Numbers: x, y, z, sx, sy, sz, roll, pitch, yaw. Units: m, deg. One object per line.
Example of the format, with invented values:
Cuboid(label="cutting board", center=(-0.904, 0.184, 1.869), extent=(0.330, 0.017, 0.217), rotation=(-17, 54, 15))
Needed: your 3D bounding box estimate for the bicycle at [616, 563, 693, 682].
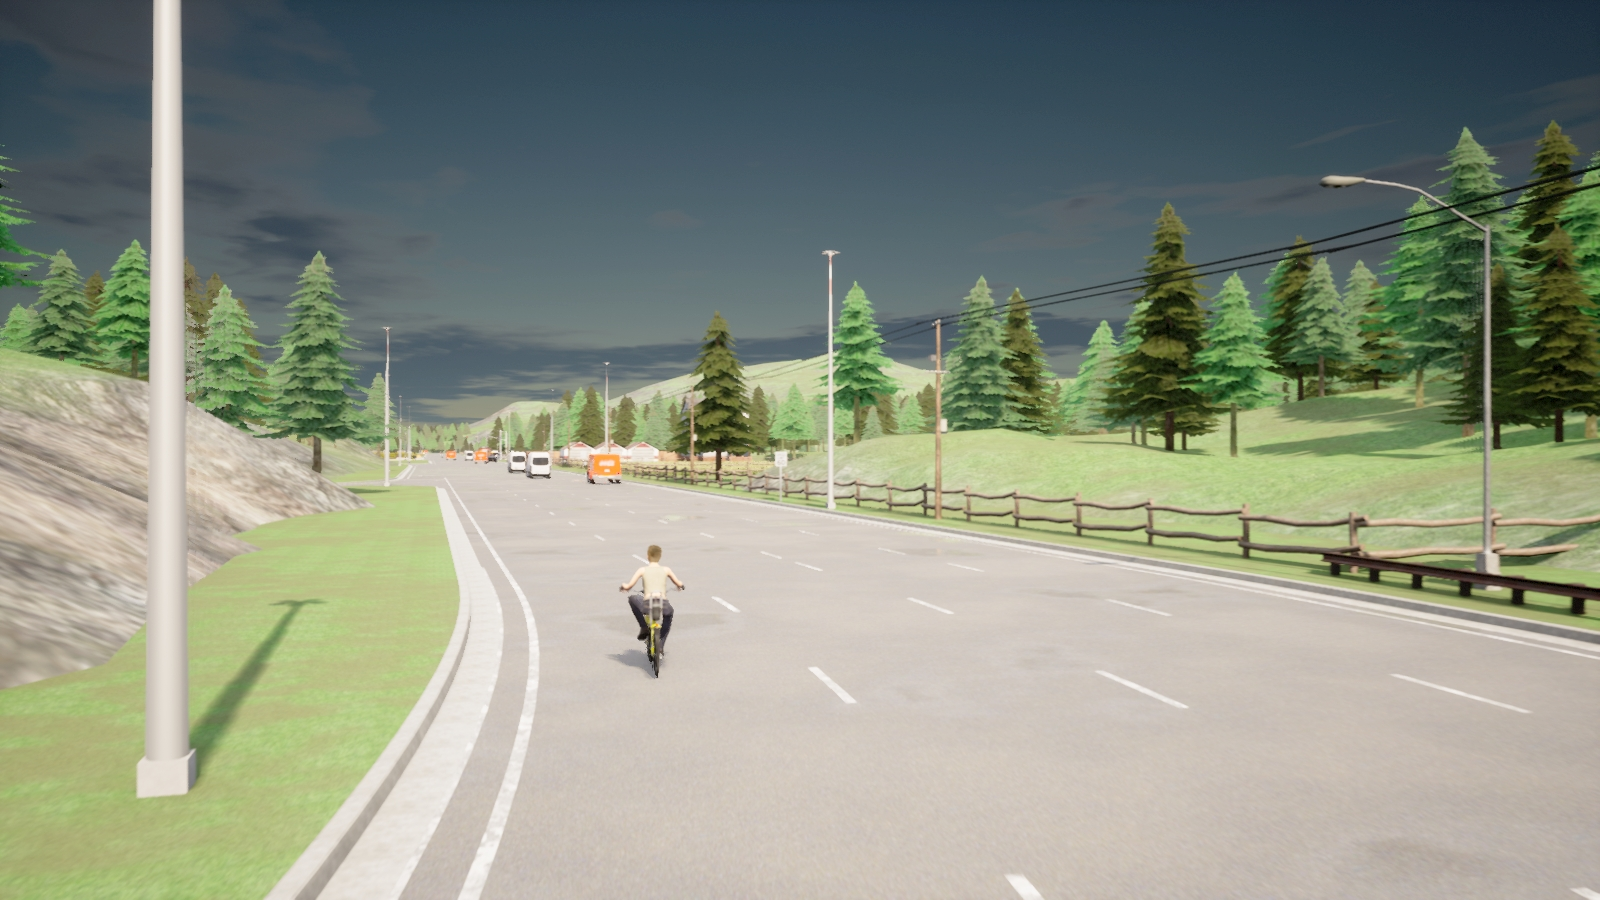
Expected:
Cuboid(label="bicycle", center=(-1.872, 2.158, 14.561), extent=(0.859, 1.276, 1.487), rotation=(0, 0, -12))
